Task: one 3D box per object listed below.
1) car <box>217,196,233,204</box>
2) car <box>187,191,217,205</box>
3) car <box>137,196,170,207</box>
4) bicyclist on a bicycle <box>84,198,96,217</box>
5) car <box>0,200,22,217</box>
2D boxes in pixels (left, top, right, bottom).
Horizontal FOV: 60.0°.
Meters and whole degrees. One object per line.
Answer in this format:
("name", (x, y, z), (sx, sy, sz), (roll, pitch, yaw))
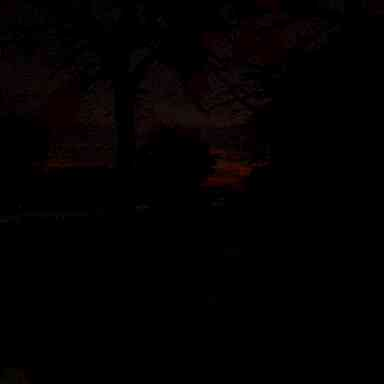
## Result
("car", (5.830, 1.346, 60.311), (2.033, 1.411, 5.357), (1, 0, 23))
("car", (1.234, 0.940, 50.946), (2.150, 2.045, 5.566), (1, 0, 28))
("car", (-5.184, 1.214, 45.903), (2.033, 1.411, 5.357), (1, 1, 30))
("bicyclist on a bicycle", (-8.819, 1.379, 28.602), (1.656, 1.620, 0.582), (-1, 0, 36))
("car", (-17.020, 1.428, 28.359), (1.812, 1.442, 4.674), (1, 2, 37))
